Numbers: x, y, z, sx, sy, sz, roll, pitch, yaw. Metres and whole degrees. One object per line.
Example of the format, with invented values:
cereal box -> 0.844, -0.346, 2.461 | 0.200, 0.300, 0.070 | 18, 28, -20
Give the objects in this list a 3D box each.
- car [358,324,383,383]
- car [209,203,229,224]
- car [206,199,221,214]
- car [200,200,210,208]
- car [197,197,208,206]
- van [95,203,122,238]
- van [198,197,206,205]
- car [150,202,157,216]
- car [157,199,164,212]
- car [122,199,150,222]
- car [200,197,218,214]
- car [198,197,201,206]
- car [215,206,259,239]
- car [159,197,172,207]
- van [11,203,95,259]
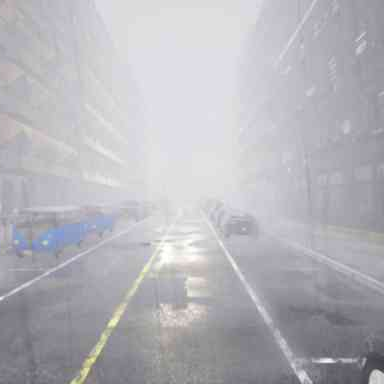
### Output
car -> 2.585, 1.563, 1.770 | 2.008, 1.369, 4.403 | 1, 0, 0
car -> 2.525, 1.748, 23.891 | 1.887, 1.381, 4.507 | 1, -1, 0
car -> 2.519, 1.695, 29.424 | 1.967, 1.590, 4.097 | 1, -1, 0
car -> 2.383, 2.181, 62.608 | 1.802, 1.307, 4.206 | 1, -1, 0
car -> 2.357, 2.044, 73.673 | 2.192, 1.841, 5.009 | 1, -1, 0
van -> -5.336, 1.503, 18.404 | 1.690, 1.788, 3.998 | 1, -1, 0
van -> 2.341, 2.138, 79.204 | 1.690, 1.788, 3.998 | 1, -1, 0
car -> -5.381, 1.632, 34.993 | 2.192, 1.841, 5.009 | 1, -1, 0
car -> -5.417, 1.993, 46.053 | 1.947, 1.339, 4.313 | 1, -1, 0
car -> -5.366, 1.579, 29.464 | 2.192, 1.841, 5.009 | 1, -1, 0
car -> 2.450, 1.677, 40.486 | 2.192, 1.841, 5.009 | 1, -1, 0
car -> 2.416, 1.917, 51.548 | 1.967, 1.590, 4.097 | 1, -1, 0
car -> 2.540, 1.697, 18.362 | 1.887, 1.381, 4.507 | 1, -1, 0
car -> -5.458, 1.923, 62.644 | 2.192, 1.841, 5.009 | 1, -1, 0
van -> -5.320, 1.453, 12.872 | 1.690, 1.788, 3.998 | 1, 0, 0
